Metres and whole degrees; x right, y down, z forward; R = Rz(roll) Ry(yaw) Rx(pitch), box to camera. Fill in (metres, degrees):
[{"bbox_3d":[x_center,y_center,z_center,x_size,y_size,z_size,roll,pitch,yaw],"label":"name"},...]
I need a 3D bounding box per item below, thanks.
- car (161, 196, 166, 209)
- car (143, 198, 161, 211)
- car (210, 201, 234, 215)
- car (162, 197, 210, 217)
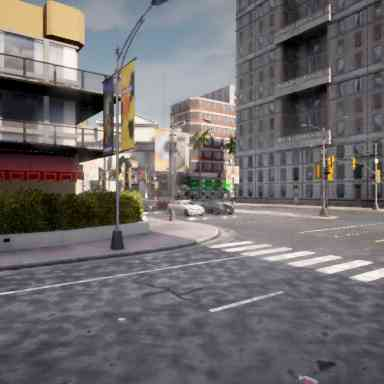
[{"bbox_3d":[-2.537,1.352,40.817,2.097,1.767,4.553,0,0,-35],"label":"car"},{"bbox_3d":[-6.037,1.505,39.644,1.837,1.490,4.892,0,0,-35],"label":"car"},{"bbox_3d":[2.381,1.564,33.812,1.994,1.385,4.181,0,0,-35],"label":"car"},{"bbox_3d":[-0.688,1.526,32.090,1.812,1.442,4.674,0,0,-35],"label":"car"}]
